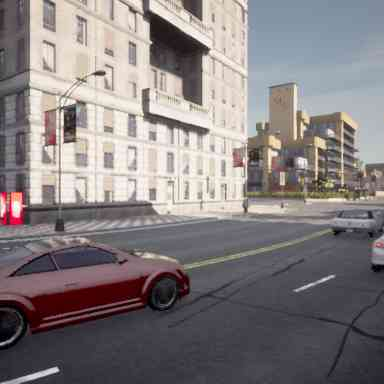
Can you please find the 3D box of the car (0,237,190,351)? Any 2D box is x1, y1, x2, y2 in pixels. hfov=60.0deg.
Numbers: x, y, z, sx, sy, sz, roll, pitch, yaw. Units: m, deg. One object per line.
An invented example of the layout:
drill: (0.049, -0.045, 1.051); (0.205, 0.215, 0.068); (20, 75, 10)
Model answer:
car: (-2.098, 1.558, 6.241); (4.181, 1.385, 1.994); (0, 0, -37)

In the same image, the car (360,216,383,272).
car: (6.717, 1.521, 9.749); (1.812, 1.442, 4.674); (0, 0, 43)

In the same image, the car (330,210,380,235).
car: (9.063, 1.592, 17.955); (1.895, 1.301, 4.718); (0, 0, 38)
